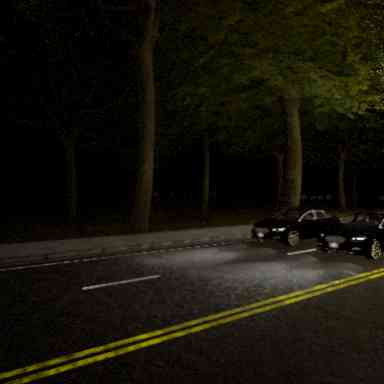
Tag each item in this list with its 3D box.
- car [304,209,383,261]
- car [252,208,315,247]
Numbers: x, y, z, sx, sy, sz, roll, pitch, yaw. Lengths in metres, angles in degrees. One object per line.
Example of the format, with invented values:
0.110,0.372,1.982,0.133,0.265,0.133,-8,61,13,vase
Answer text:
6.699,1.499,12.459,4.902,1.511,2.128,0,0,-35,car
4.819,1.500,15.111,4.902,1.511,2.128,0,0,-35,car
